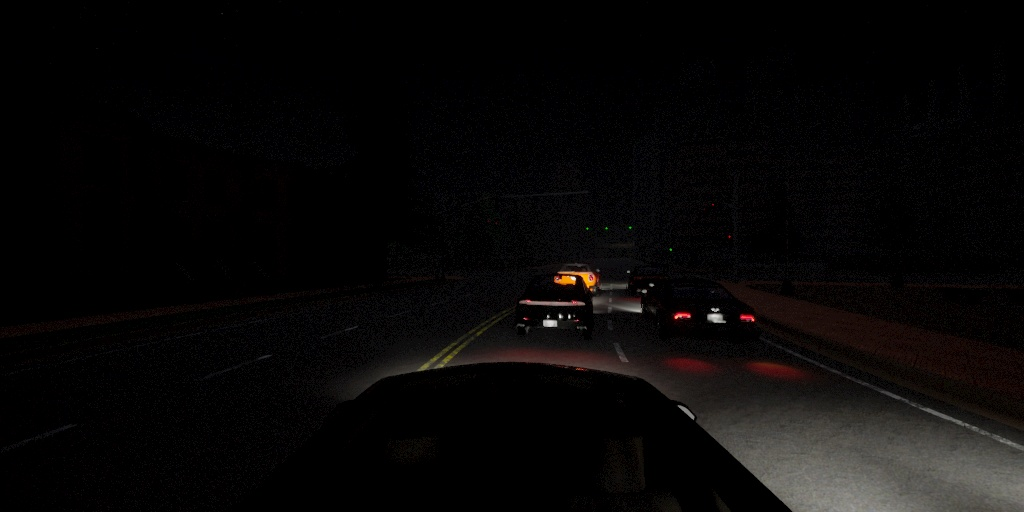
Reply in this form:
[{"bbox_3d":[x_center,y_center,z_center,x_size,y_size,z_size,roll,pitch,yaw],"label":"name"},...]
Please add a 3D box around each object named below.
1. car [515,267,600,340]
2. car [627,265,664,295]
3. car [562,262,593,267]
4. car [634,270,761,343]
[{"bbox_3d":[1.338,1.242,10.121,2.128,1.511,4.902,0,0,12],"label":"car"},{"bbox_3d":[7.381,1.228,19.569,1.882,1.535,5.008,0,0,16],"label":"car"},{"bbox_3d":[3.620,1.101,19.410,2.097,1.767,4.553,0,0,16],"label":"car"},{"bbox_3d":[4.728,1.298,9.756,2.033,1.411,5.357,0,0,14],"label":"car"}]
